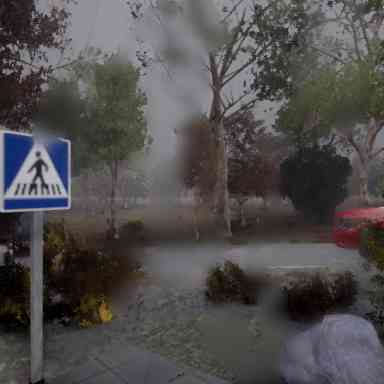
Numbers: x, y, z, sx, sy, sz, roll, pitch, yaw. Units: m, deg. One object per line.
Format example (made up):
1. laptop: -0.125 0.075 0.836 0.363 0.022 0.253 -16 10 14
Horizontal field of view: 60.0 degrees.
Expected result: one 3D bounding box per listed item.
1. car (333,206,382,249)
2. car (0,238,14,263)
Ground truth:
1. car: 6.743 0.743 8.893 5.566 2.045 2.150 -3 -1 20
2. car: -6.593 1.573 7.943 4.181 1.385 1.994 -1 0 -24
